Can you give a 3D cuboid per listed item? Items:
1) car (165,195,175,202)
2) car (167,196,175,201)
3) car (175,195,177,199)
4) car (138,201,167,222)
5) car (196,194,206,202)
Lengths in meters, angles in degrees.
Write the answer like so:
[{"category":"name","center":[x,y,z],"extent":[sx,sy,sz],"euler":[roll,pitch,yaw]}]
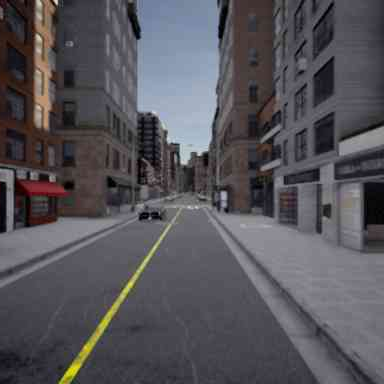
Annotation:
[{"category":"car","center":[-5.863,1.781,82.502],"extent":[1.802,1.307,4.206],"euler":[1,0,0]},{"category":"car","center":[-5.847,1.762,93.504],"extent":[1.752,1.417,4.829],"euler":[1,0,0]},{"category":"car","center":[-5.855,1.784,88.088],"extent":[1.947,1.339,4.313],"euler":[1,0,0]},{"category":"car","center":[-3.101,1.636,26.754],"extent":[1.895,1.301,4.718],"euler":[0,0,0]},{"category":"car","center":[2.683,1.743,82.494],"extent":[1.887,1.381,4.507],"euler":[1,0,0]}]
